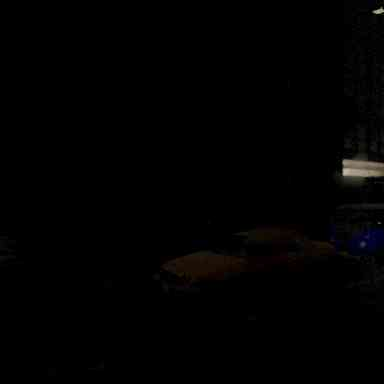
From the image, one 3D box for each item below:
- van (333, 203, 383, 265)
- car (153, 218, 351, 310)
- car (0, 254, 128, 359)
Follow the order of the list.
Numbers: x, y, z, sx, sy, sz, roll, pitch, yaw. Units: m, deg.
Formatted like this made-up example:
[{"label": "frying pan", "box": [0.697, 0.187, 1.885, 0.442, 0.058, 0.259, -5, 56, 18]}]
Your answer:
[{"label": "van", "box": [6.167, 1.263, 11.046, 3.998, 1.788, 1.690, 0, 0, -35]}, {"label": "car", "box": [1.463, 1.487, 7.690, 4.829, 1.417, 1.752, 0, 0, -35]}, {"label": "car", "box": [-2.965, 1.581, 4.532, 4.206, 1.307, 1.802, 0, 0, -35]}]
